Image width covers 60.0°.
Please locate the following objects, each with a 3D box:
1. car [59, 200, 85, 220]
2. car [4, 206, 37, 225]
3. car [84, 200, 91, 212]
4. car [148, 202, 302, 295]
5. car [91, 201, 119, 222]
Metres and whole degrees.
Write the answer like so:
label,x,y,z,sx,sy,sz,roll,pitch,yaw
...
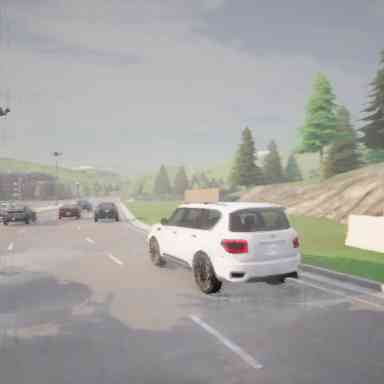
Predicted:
label,x,y,z,sx,sy,sz,roll,pitch,yaw
car,-12.335,1.930,33.983,1.882,1.535,5.008,-1,0,-14
car,-14.459,1.923,28.219,2.128,1.511,4.902,-1,0,-15
car,-16.019,1.983,49.359,2.097,1.767,4.553,-1,0,-9
car,0.530,1.295,9.337,2.150,2.045,5.566,0,-1,-26
car,-7.945,1.720,30.915,2.097,1.767,4.553,-1,-1,-15
